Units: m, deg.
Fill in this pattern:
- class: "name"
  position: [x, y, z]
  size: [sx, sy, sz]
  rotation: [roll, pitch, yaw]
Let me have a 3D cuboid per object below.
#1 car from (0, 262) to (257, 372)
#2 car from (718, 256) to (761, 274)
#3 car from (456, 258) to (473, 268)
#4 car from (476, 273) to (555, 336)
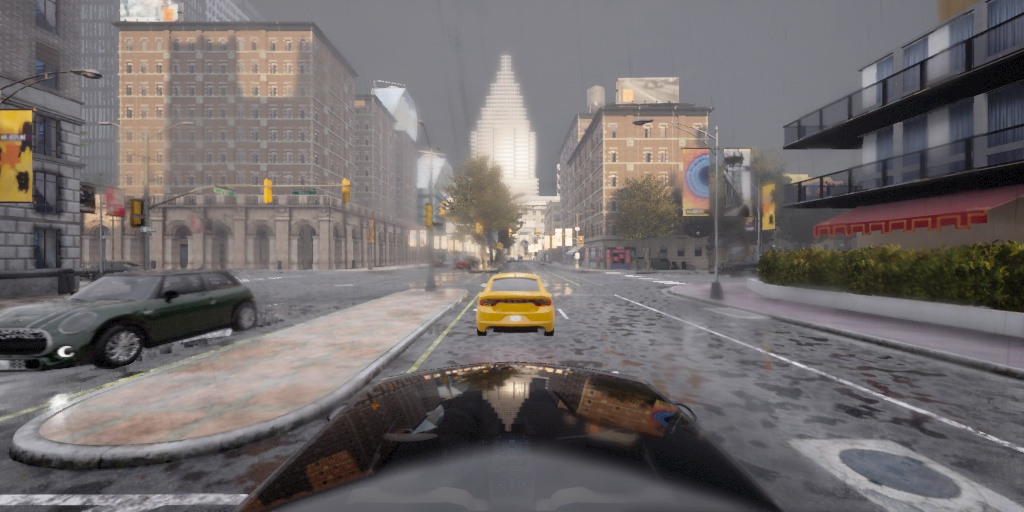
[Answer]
- class: "car"
  position: [-7.992, 1.101, 7.835]
  size: [2.097, 1.767, 4.553]
  rotation: [0, 0, 0]
- class: "car"
  position: [26.004, 0.971, 39.763]
  size: [5.566, 2.045, 2.150]
  rotation: [0, 0, 0]
- class: "car"
  position: [-8.001, 1.351, 59.154]
  size: [1.895, 1.301, 4.718]
  rotation: [0, 0, 0]
- class: "car"
  position: [0.092, 1.228, 10.414]
  size: [1.882, 1.535, 5.008]
  rotation: [0, 0, 0]
